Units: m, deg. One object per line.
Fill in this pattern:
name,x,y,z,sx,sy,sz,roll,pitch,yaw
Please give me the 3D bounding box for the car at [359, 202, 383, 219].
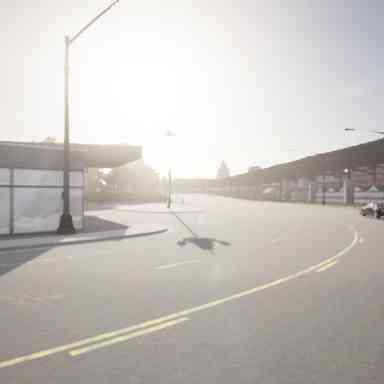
car,17.663,1.733,31.565,2.128,1.511,4.902,0,0,4
